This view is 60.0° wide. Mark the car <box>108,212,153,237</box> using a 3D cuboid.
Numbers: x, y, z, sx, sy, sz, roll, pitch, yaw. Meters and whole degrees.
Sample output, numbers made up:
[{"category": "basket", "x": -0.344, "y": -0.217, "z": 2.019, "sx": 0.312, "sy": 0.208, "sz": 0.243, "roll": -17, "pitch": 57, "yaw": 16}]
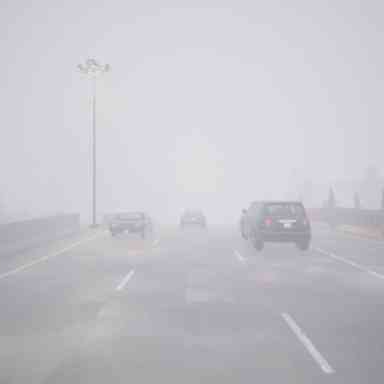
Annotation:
[{"category": "car", "x": -3.404, "y": 1.828, "z": 19.444, "sx": 1.895, "sy": 1.301, "sz": 4.718, "roll": 0, "pitch": -2, "yaw": 0}]

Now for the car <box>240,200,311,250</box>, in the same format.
[{"category": "car", "x": 3.596, "y": 1.367, "z": 15.190, "sx": 2.150, "sy": 2.045, "sz": 5.566, "roll": 0, "pitch": 0, "yaw": 0}]

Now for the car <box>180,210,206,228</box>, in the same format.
[{"category": "car", "x": 0.094, "y": 2.091, "z": 26.634, "sx": 1.994, "sy": 1.385, "sz": 4.181, "roll": 0, "pitch": -3, "yaw": 0}]

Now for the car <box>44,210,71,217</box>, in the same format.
[{"category": "car", "x": -14.096, "y": 2.655, "z": 35.433, "sx": 2.128, "sy": 1.511, "sz": 4.902, "roll": 0, "pitch": -5, "yaw": 0}]
